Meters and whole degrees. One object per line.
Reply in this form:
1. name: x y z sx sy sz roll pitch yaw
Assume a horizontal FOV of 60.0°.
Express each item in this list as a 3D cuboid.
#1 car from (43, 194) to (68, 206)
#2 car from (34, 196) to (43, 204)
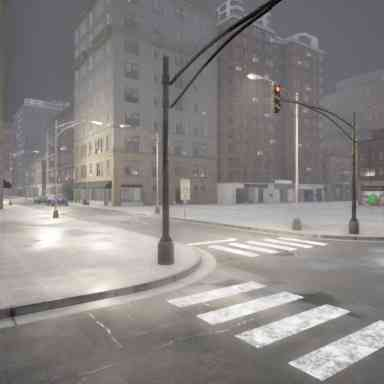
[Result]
1. car: -19.612 1.119 48.219 2.097 1.767 4.553 0 0 -36
2. car: -25.409 1.288 56.331 1.994 1.385 4.181 0 0 -36
